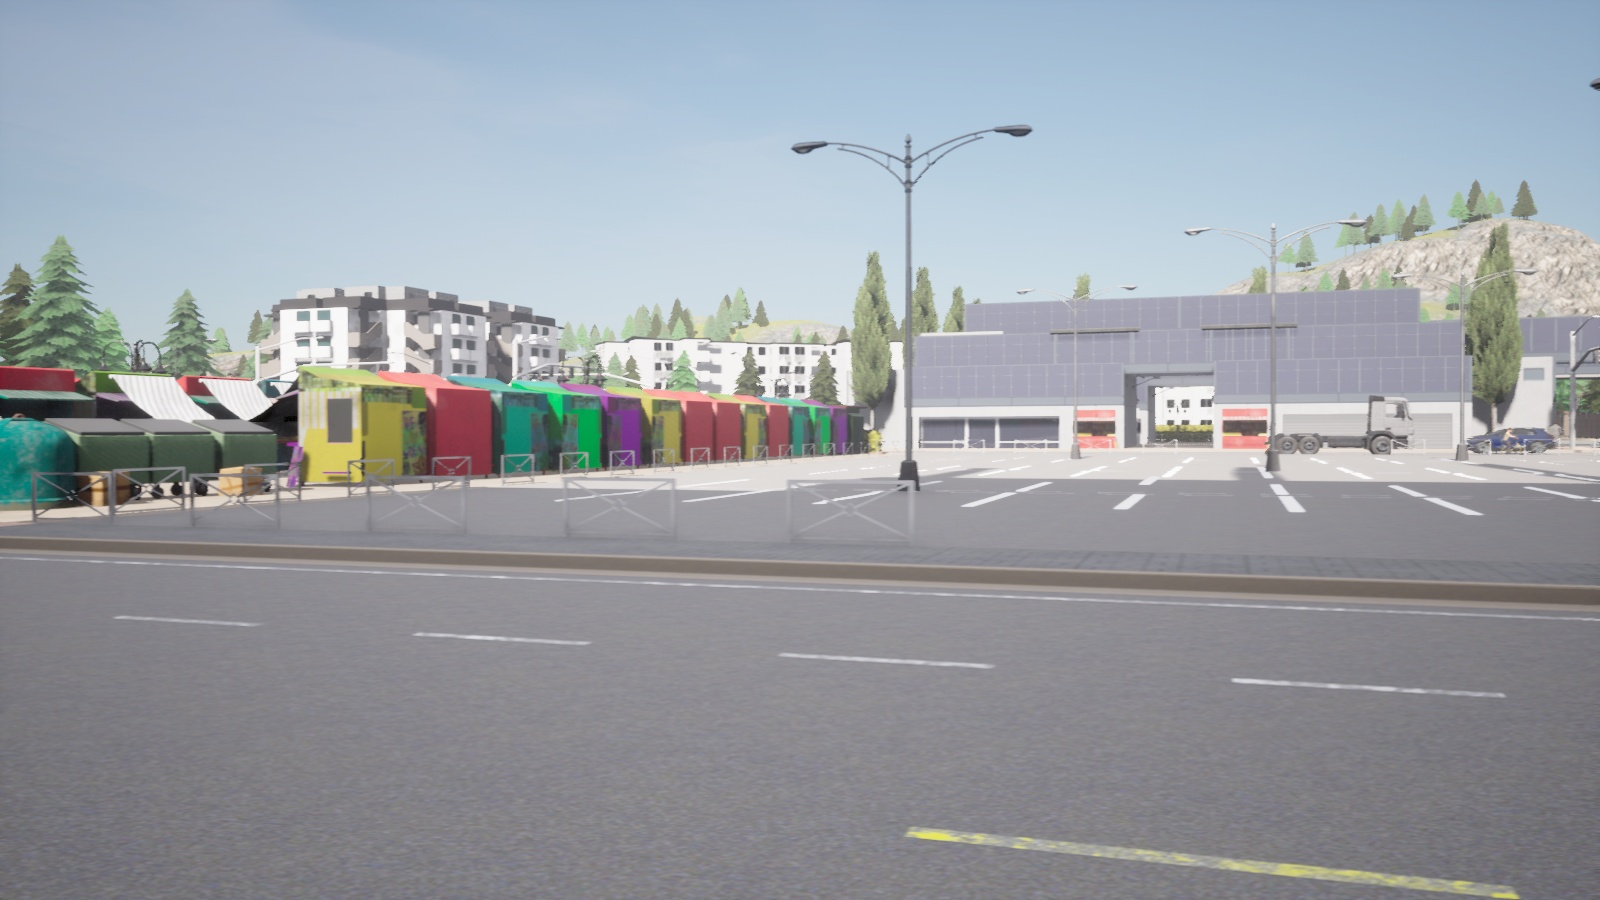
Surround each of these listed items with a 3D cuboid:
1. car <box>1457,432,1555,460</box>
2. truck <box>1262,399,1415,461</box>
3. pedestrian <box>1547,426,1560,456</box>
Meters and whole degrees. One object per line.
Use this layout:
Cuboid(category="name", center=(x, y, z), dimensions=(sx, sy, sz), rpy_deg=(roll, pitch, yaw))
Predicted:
Cuboid(category="car", center=(42.616, -0.243, 75.894), dimensions=(4.856, 1.649, 2.033), rpy_deg=(1, 1, 20))
Cuboid(category="truck", center=(30.995, -1.147, 72.679), dimensions=(7.936, 3.462, 2.891), rpy_deg=(1, 1, 20))
Cuboid(category="pedestrian", center=(49.740, -0.600, 82.882), dimensions=(0.659, 1.952, 0.873), rpy_deg=(1, 1, 27))
